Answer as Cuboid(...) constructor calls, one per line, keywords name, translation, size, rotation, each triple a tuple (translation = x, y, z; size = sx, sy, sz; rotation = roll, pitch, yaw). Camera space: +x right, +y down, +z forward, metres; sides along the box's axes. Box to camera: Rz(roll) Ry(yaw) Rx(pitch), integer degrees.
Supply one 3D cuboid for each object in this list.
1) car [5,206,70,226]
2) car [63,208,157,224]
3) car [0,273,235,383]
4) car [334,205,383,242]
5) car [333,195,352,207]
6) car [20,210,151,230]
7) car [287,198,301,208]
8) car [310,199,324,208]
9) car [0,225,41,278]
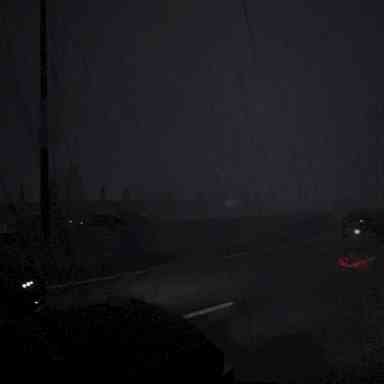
Cuboid(name="car", translation=(-8.467, 1.588, 19.806), size=(4.674, 1.442, 1.812), rotation=(0, 0, -40))
Cuboid(name="car", translation=(-4.385, 1.661, 18.626), size=(4.718, 1.301, 1.895), rotation=(0, 0, -41))
Cuboid(name="car", translation=(-1.945, 1.609, 2.502), size=(4.718, 1.301, 1.895), rotation=(0, 0, -36))
Cuboid(name="car", translation=(9.192, 1.549, 16.877), size=(1.837, 1.490, 4.892), rotation=(0, 0, 44))
Cuboid(name="car", translation=(21.896, 1.411, 48.446), size=(2.150, 2.045, 5.566), rotation=(0, -1, 24))
Cuboid(name="car", translation=(-4.376, 1.643, 14.083), size=(4.718, 1.301, 1.895), rotation=(0, 0, -39))
Cuboid(name="car", translation=(16.407, 1.770, 53.455), size=(1.812, 1.442, 4.674), rotation=(0, 0, 22))
Cuboid(name="car", translation=(19.998, 1.789, 53.025), size=(1.994, 1.385, 4.181), rotation=(0, 0, 22))
Cuboid(name="car", translation=(-4.784, 1.505, 4.808), size=(4.902, 1.511, 2.128), rotation=(0, 0, -35))
